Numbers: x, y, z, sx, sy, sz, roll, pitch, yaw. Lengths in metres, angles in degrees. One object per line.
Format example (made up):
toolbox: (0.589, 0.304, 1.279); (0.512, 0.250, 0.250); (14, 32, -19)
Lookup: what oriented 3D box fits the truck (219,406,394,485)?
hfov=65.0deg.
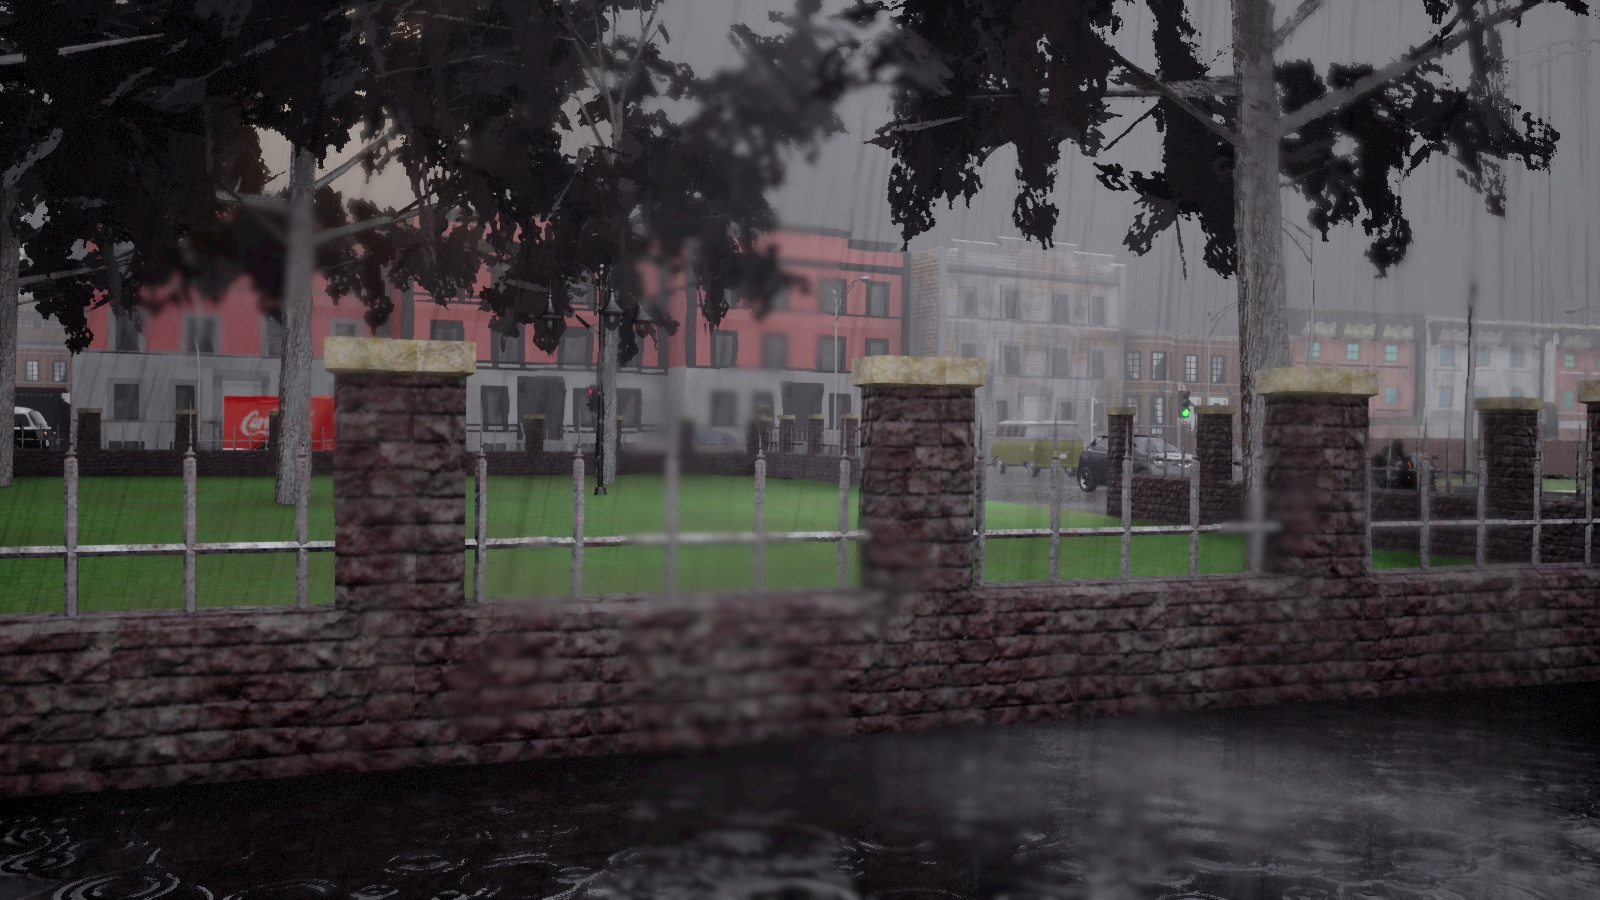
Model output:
truck: (-16.271, -0.192, 41.748); (5.204, 2.467, 2.627); (-1, 1, -18)

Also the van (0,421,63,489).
van: (-25.457, 0.169, 38.585); (4.480, 2.038, 2.069); (-1, 1, -19)

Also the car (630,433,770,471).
car: (-4.013, 0.073, 50.167); (5.357, 1.411, 2.033); (-1, 1, -12)

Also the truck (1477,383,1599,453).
truck: (39.333, -1.667, 65.019); (7.936, 3.462, 2.891); (-1, 1, -19)

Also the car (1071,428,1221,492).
car: (8.567, 0.208, 31.409); (1.845, 1.501, 3.633); (-1, 1, -20)

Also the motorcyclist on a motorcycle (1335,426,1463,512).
motorcyclist on a motorcycle: (11.227, 0.327, 23.635); (0.866, 1.530, 2.191); (-1, 1, -21)

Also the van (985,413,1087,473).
van: (8.363, -0.270, 44.914); (1.775, 1.987, 4.442); (-1, 1, -16)
